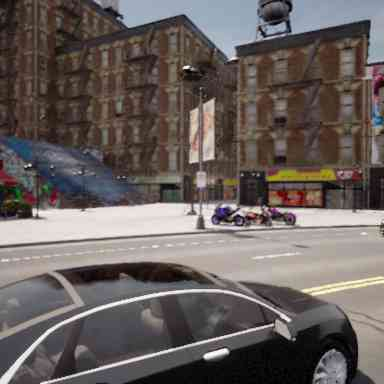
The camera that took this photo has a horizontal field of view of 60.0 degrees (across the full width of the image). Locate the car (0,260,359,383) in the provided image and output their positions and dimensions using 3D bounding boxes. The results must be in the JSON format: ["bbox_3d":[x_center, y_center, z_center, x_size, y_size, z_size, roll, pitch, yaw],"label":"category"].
[{"bbox_3d":[-0.326,1.477,3.292,4.892,1.490,1.837,0,0,-34],"label":"car"}]

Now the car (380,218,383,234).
[{"bbox_3d":[11.344,1.265,15.659,4.553,1.767,2.097,0,0,-10],"label":"car"}]
